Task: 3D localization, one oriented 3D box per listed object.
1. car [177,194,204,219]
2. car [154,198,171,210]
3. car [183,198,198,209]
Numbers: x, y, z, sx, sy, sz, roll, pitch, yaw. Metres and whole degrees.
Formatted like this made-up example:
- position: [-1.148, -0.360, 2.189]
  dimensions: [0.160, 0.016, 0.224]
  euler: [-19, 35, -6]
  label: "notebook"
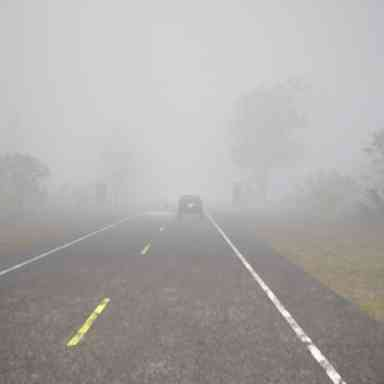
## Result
- position: [-0.132, 1.224, 29.422]
  dimensions: [2.150, 2.045, 5.566]
  euler: [0, 0, 0]
  label: "car"
- position: [-3.741, 1.524, 42.438]
  dimensions: [2.128, 1.511, 4.902]
  euler: [0, 0, 0]
  label: "car"
- position: [-0.184, 1.591, 46.378]
  dimensions: [1.994, 1.385, 4.181]
  euler: [0, 0, 0]
  label: "car"
